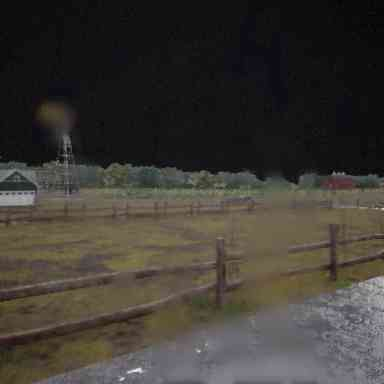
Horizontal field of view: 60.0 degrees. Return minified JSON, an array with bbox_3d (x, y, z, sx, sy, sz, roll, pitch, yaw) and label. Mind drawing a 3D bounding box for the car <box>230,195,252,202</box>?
[{"bbox_3d":[10.293,1.316,70.655,2.033,1.411,5.357,-1,1,-35],"label":"car"}]
